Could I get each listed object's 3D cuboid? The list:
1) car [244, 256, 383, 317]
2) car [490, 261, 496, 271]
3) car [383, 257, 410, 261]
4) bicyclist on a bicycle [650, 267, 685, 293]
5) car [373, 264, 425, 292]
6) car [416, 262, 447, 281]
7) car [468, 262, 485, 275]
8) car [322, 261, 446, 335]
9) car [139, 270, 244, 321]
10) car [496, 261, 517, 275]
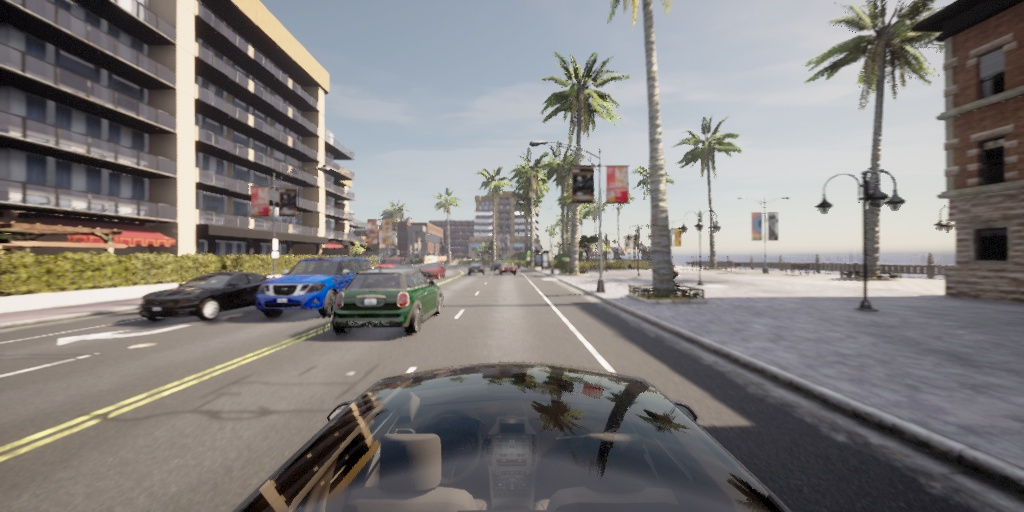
[{"bbox_3d":[-7.201,1.055,13.953,2.150,2.045,5.566,0,0,-1],"label":"car"},{"bbox_3d":[-2.035,1.423,52.250,1.837,1.490,4.892,0,0,-13],"label":"car"},{"bbox_3d":[-10.931,1.137,33.318,2.150,2.045,5.566,0,0,-1],"label":"car"},{"bbox_3d":[7.068,1.049,16.279,1.656,1.620,0.582,1,0,-1],"label":"bicyclist on a bicycle"},{"bbox_3d":[-7.306,1.341,23.680,1.882,1.535,5.008,0,0,-1],"label":"car"},{"bbox_3d":[-7.432,1.372,33.629,1.882,1.535,5.008,0,0,-1],"label":"car"},{"bbox_3d":[-4.018,1.420,40.800,1.812,1.442,4.674,0,0,-4],"label":"car"},{"bbox_3d":[-3.496,1.152,10.951,2.097,1.767,4.553,0,0,0],"label":"car"},{"bbox_3d":[-10.700,1.331,13.271,1.882,1.535,5.008,0,0,-1],"label":"car"},{"bbox_3d":[-0.551,1.476,41.615,1.895,1.301,4.718,0,0,-4],"label":"car"}]
